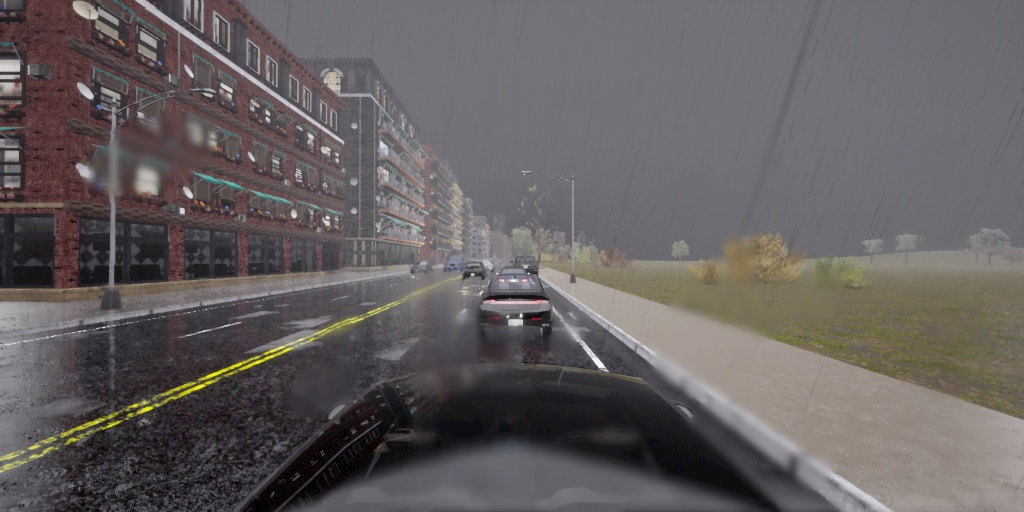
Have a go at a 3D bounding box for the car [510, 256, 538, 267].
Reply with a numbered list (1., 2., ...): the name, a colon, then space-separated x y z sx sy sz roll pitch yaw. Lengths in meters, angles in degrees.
1. car: 1.077 0.979 30.933 2.150 2.045 5.566 0 0 0

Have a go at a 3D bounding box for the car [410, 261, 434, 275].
1. car: -9.930 1.279 39.929 1.812 1.442 4.674 0 0 0

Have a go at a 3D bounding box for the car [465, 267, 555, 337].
1. car: 0.083 1.243 10.281 2.128 1.511 4.902 0 0 0

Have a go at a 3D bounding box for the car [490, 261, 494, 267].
1. car: -3.239 1.279 44.892 1.812 1.442 4.674 0 0 0

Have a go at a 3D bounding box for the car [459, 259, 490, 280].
1. car: -3.212 1.259 31.716 1.837 1.490 4.892 0 0 0

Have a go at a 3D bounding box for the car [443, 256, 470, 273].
1. car: -6.687 0.975 42.789 2.150 2.045 5.566 0 0 0

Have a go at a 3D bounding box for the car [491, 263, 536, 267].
1. car: 0.065 1.300 20.721 2.033 1.411 5.357 0 0 0
